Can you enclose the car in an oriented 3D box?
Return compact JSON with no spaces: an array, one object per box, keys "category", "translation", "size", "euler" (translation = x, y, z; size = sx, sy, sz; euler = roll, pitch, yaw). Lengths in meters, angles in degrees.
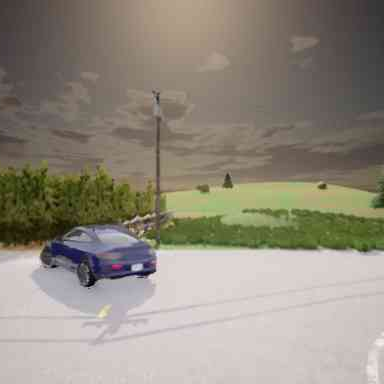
[{"category":"car","translation":[-2.852,1.694,9.870],"size":[1.812,1.442,4.674],"euler":[1,-1,-41]}]
